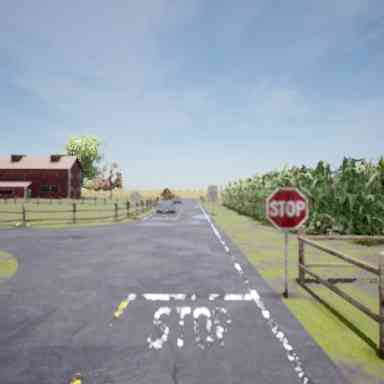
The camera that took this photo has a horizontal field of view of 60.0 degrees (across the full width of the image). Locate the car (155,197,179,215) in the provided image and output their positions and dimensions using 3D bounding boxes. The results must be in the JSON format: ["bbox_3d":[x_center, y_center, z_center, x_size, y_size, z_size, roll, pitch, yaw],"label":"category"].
[{"bbox_3d":[-2.714,1.638,35.251,1.812,1.442,4.674,0,1,0],"label":"car"}]

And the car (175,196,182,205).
[{"bbox_3d":[-2.698,1.555,60.239,1.837,1.490,4.892,0,0,0],"label":"car"}]
